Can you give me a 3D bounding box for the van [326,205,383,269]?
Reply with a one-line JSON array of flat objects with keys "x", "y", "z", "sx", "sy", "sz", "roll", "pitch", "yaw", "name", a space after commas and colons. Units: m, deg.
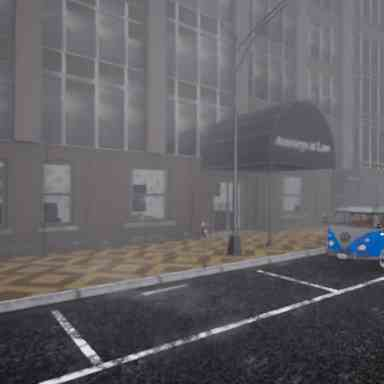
[{"x": 6.078, "y": 1.339, "z": 10.887, "sx": 3.998, "sy": 1.788, "sz": 1.690, "roll": 0, "pitch": 0, "yaw": -36, "name": "van"}]
